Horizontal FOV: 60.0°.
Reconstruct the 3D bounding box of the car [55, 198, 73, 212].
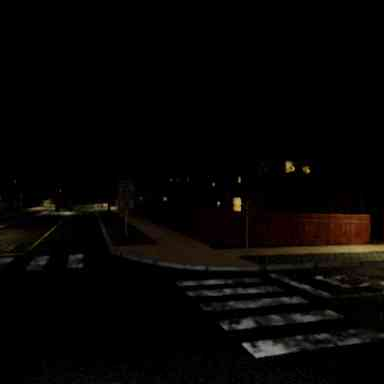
[{"bbox_3d":[-19.200,1.871,50.006,2.150,2.045,5.566,0,-1,-17],"label":"car"}]
